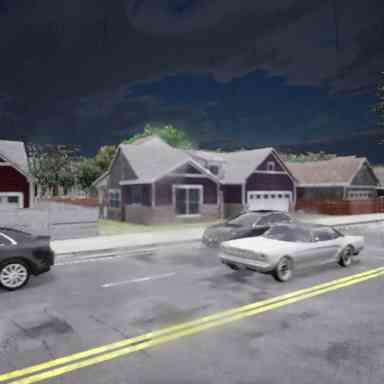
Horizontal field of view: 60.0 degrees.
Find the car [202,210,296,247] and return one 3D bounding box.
[{"bbox_3d":[2.648,1.518,13.593,4.892,1.490,1.837,0,0,-36],"label":"car"}]

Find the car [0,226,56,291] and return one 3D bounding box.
[{"bbox_3d":[-5.740,1.543,7.556,4.892,1.490,1.837,0,0,-36],"label":"car"}]

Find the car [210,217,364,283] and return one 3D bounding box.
[{"bbox_3d":[3.043,1.606,9.877,4.718,1.301,1.895,0,0,-36],"label":"car"}]
